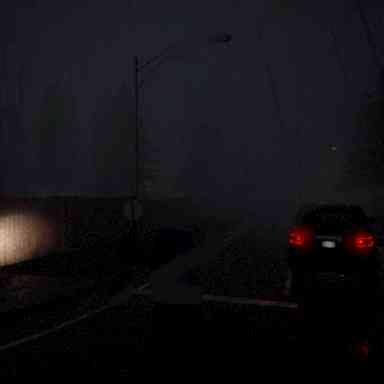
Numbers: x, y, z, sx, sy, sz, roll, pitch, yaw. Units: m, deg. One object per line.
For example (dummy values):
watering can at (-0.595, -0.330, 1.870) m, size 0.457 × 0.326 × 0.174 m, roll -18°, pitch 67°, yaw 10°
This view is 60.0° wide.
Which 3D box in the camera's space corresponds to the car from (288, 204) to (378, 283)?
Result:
car at (4.501, 1.383, 10.507) m, size 2.150 × 2.045 × 5.566 m, roll -1°, pitch -1°, yaw 26°
